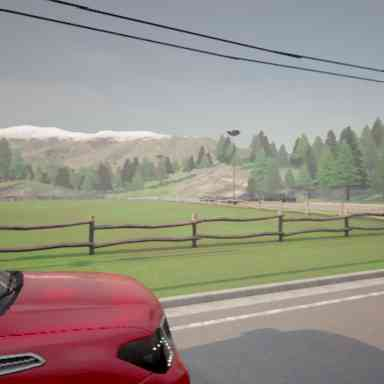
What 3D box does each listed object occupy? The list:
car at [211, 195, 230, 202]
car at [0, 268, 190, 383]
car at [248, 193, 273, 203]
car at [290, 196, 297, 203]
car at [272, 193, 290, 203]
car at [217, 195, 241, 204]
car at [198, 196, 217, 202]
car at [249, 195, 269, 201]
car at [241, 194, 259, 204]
[{"bbox_3d":[6.410,1.489,75.641,2.033,1.411,5.357,0,0,-23],"label":"car"},{"bbox_3d":[-2.801,1.224,2.367,5.566,2.045,2.150,0,0,-23],"label":"car"},{"bbox_3d":[13.601,1.490,67.615,2.128,1.511,4.902,0,0,-23],"label":"car"},{"bbox_3d":[20.047,1.498,70.344,1.837,1.490,4.892,0,0,-23],"label":"car"},{"bbox_3d":[16.950,1.223,68.682,2.150,2.045,5.566,0,0,-23],"label":"car"},{"bbox_3d":[7.135,1.564,65.063,1.994,1.385,4.181,0,0,-22],"label":"car"},{"bbox_3d":[3.186,1.489,74.278,2.033,1.411,5.357,0,0,-23],"label":"car"},{"bbox_3d":[16.082,1.482,79.727,2.033,1.411,5.357,0,0,-23],"label":"car"},{"bbox_3d":[10.465,1.547,66.157,2.033,1.411,5.357,0,0,-22],"label":"car"}]
